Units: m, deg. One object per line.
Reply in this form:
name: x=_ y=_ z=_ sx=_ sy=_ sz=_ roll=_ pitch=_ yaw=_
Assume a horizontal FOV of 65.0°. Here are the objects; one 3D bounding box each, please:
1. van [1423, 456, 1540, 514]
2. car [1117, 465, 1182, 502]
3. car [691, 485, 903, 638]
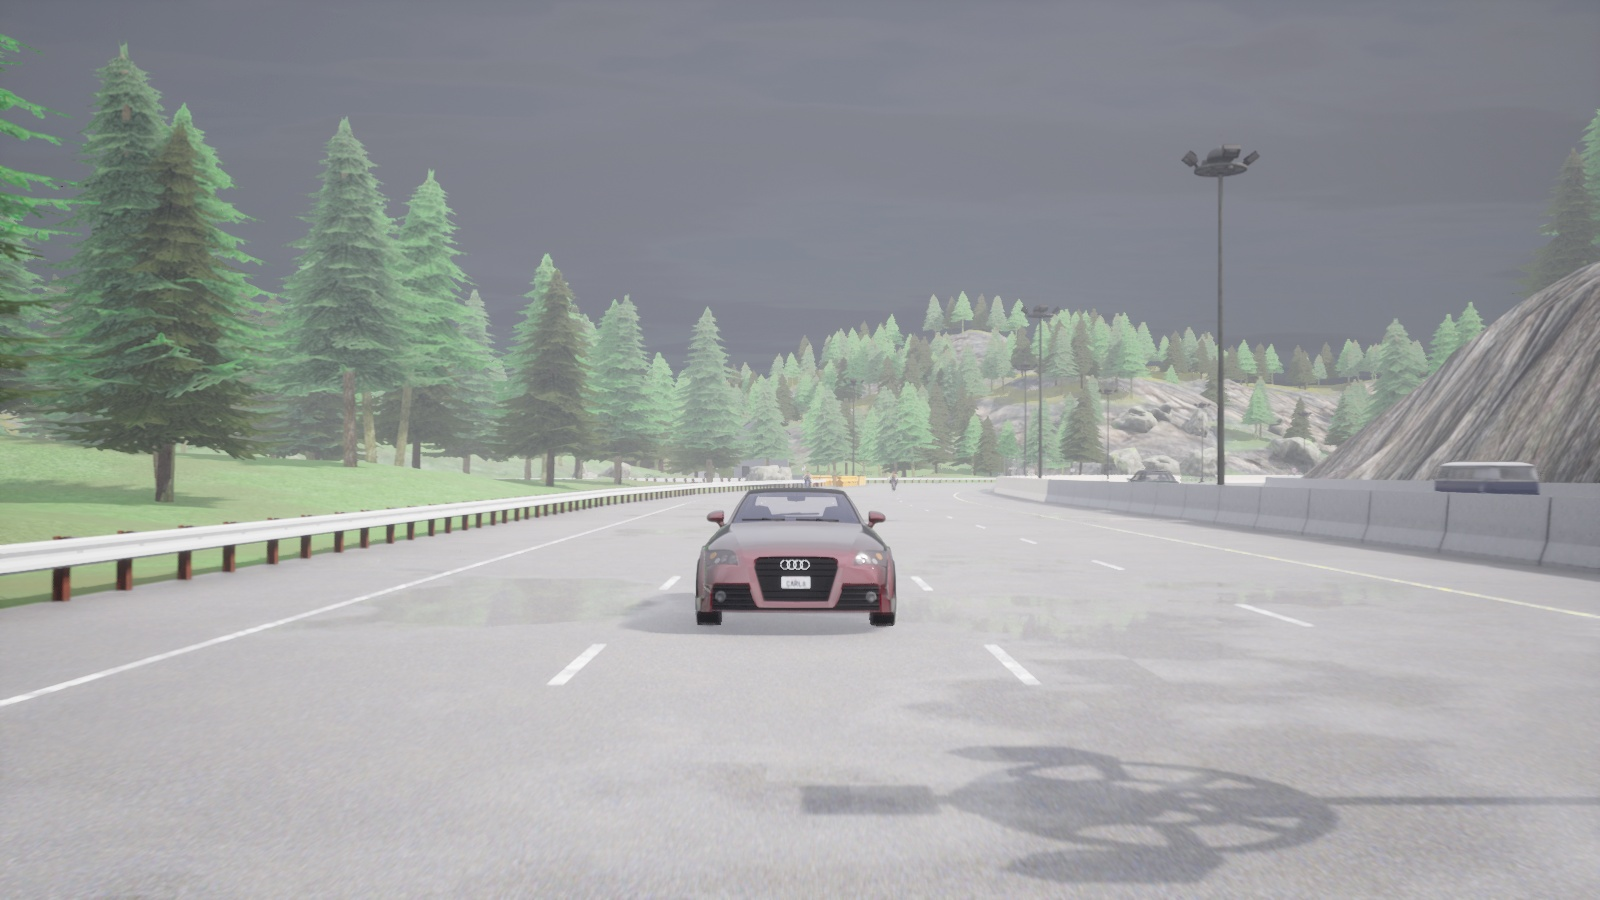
van: x=24.389 y=1.225 z=45.116 sx=1.775 sy=1.987 sz=4.442 roll=0 pitch=-1 yaw=0
car: x=17.449 y=1.656 z=62.889 sx=2.097 sy=1.767 sz=4.553 roll=0 pitch=-1 yaw=1
car: x=-0.034 y=1.112 z=13.948 sx=1.994 sy=1.385 sz=4.181 roll=0 pitch=-1 yaw=0
